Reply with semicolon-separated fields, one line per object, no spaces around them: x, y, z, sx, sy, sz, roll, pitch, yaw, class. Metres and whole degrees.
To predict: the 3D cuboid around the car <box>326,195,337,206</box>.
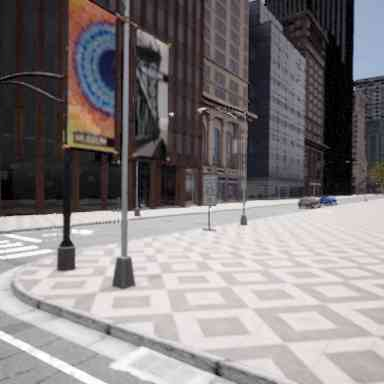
21.025;1.269;51.442;1.882;1.535;5.008;1;1;35;car

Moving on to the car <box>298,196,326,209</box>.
15.249;1.327;43.193;2.128;1.511;4.902;1;1;36;car
